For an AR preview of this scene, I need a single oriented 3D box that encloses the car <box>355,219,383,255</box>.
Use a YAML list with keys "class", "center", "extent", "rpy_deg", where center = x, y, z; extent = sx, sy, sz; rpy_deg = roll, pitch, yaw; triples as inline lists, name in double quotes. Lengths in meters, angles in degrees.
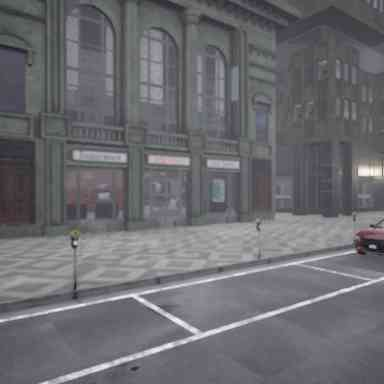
- class: "car"
  center: [7.745, 1.547, 12.172]
  extent: [4.507, 1.381, 1.887]
  rpy_deg: [0, 0, -35]
